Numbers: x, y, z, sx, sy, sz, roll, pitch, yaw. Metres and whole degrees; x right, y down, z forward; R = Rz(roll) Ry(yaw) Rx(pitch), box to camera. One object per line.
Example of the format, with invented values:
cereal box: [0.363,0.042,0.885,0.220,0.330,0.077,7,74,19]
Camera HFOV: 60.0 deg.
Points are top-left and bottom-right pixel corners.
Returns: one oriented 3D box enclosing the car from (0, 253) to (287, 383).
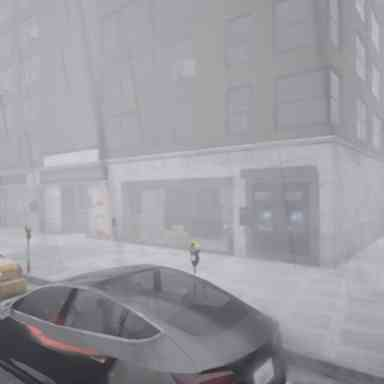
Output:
car: [-1.049,1.578,4.037,4.313,1.339,1.947,-1,0,38]
